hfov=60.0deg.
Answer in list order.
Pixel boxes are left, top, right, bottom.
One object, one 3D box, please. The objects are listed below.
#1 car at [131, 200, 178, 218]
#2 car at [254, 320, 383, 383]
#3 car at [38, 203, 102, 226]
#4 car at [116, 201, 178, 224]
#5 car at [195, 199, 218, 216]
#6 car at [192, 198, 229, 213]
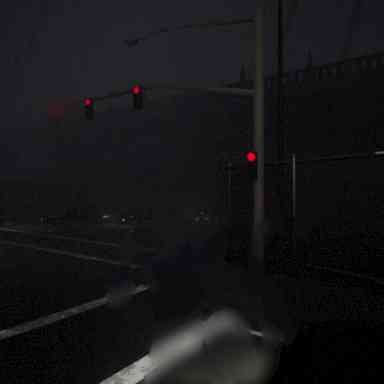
[{"bbox_3d":[-3.447,1.580,31.684,1.812,1.442,4.674,0,0,36],"label":"car"},{"bbox_3d":[3.007,1.547,1.823,5.357,1.411,2.033,0,0,36],"label":"car"},{"bbox_3d":[-8.737,1.580,24.284,1.812,1.442,4.674,0,0,37],"label":"car"},{"bbox_3d":[-3.334,1.602,25.811,2.033,1.411,5.357,0,0,35],"label":"car"},{"bbox_3d":[2.501,1.602,34.021,2.033,1.411,5.357,0,0,35],"label":"car"},{"bbox_3d":[2.332,1.546,39.822,2.128,1.511,4.902,0,0,35],"label":"car"}]
